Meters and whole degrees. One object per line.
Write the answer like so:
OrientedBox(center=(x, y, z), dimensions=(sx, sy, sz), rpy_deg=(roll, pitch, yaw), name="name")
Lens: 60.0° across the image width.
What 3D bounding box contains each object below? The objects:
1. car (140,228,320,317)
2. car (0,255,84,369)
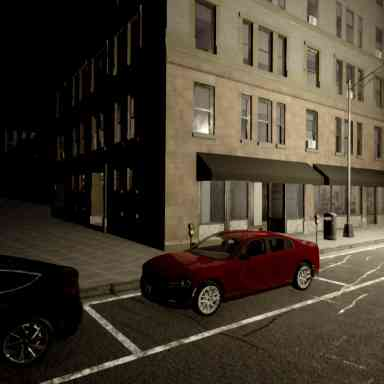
OrientedBox(center=(1.017, 1.545, 7.477), dimensions=(4.507, 1.381, 1.887), rpy_deg=(0, 1, -35), name="car")
OrientedBox(center=(-3.604, 1.566, 4.187), dimensions=(4.313, 1.339, 1.947), rpy_deg=(0, 1, -35), name="car")
